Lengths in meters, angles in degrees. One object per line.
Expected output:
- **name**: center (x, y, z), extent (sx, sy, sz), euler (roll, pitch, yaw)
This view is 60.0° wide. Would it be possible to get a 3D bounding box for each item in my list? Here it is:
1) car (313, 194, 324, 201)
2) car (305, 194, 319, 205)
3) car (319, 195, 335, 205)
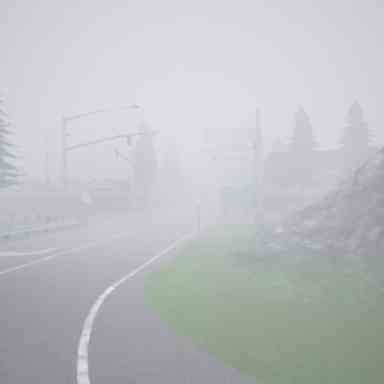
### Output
- **car**: center (32.652, 1.449, 86.025), extent (1.932, 1.855, 4.605), euler (-1, 0, 9)
- **car**: center (28.099, 1.415, 78.815), extent (1.905, 1.878, 3.866), euler (-1, 0, 9)
- **car**: center (31.278, 1.662, 77.656), extent (1.970, 1.475, 3.806), euler (-1, 0, 9)
